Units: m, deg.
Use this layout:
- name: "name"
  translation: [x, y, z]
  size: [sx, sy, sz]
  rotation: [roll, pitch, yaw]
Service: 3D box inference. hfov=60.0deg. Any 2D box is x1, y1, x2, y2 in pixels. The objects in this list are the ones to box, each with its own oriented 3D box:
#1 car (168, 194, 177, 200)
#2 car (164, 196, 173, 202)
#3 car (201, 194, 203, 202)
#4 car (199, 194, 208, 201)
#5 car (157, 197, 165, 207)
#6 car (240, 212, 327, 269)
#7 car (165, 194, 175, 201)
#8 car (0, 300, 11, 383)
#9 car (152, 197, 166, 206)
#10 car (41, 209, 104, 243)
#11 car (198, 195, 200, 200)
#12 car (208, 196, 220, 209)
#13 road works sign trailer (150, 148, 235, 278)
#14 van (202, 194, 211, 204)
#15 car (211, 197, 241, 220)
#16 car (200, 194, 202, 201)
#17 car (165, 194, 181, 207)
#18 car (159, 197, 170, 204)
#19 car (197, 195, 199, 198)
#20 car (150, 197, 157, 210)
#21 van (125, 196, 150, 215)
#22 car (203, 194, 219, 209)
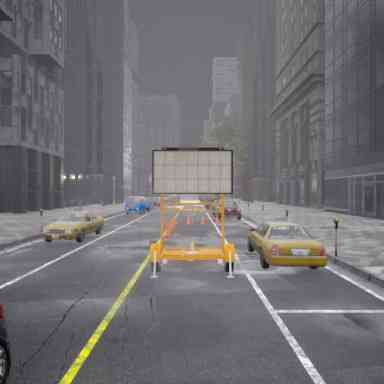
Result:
- name: "car"
  translation: [-5.504, 1.457, 95.407]
  size: [2.192, 1.841, 5.009]
  rotation: [0, 0, 0]
- name: "car"
  translation: [-5.533, 1.602, 78.320]
  size: [1.752, 1.417, 4.829]
  rotation: [0, 0, 0]
- name: "car"
  translation: [2.945, 1.333, 50.267]
  size: [2.192, 1.841, 5.009]
  rotation: [0, 0, 0]
- name: "car"
  translation: [3.012, 1.435, 89.744]
  size: [2.192, 1.841, 5.009]
  rotation: [0, 0, 0]
- name: "car"
  translation: [-5.581, 1.458, 50.296]
  size: [1.967, 1.590, 4.097]
  rotation: [0, 0, 0]
- name: "car"
  translation: [2.884, 1.521, 10.994]
  size: [1.752, 1.417, 4.829]
  rotation: [0, 0, 1]
- name: "car"
  translation: [-5.523, 1.412, 84.128]
  size: [2.192, 1.841, 5.009]
  rotation: [0, 0, 0]
- name: "car"
  translation: [-3.098, 1.352, 1.835]
  size: [2.097, 1.767, 4.553]
  rotation: [0, 0, 0]
- name: "car"
  translation: [-5.571, 1.574, 55.934]
  size: [1.887, 1.381, 4.507]
  rotation: [0, 0, 0]
- name: "car"
  translation: [-5.640, 1.519, 16.254]
  size: [1.752, 1.417, 4.829]
  rotation: [0, 0, 1]
- name: "car"
  translation: [2.993, 1.659, 78.465]
  size: [1.802, 1.307, 4.206]
  rotation: [0, 0, 0]
- name: "car"
  translation: [2.916, 1.434, 33.348]
  size: [1.967, 1.590, 4.097]
  rotation: [0, 0, 0]
- name: "road works sign trailer"
  translation: [0.016, 0.461, 10.109]
  size: [2.380, 3.560, 2.880]
  rotation: [0, 0, 0]
- name: "van"
  translation: [2.974, 1.392, 67.186]
  size: [1.690, 1.788, 3.998]
  rotation: [0, 0, 0]
- name: "car"
  translation: [2.906, 1.431, 27.710]
  size: [1.967, 1.590, 4.097]
  rotation: [0, 0, 0]
- name: "car"
  translation: [2.964, 1.480, 61.546]
  size: [1.967, 1.590, 4.097]
  rotation: [0, 0, 0]
- name: "car"
  translation: [-2.908, 1.528, 53.124]
  size: [1.837, 1.490, 4.892]
  rotation: [0, 0, 0]
- name: "car"
  translation: [-5.551, 1.632, 67.213]
  size: [1.802, 1.307, 4.206]
  rotation: [0, 0, 0]
- name: "car"
  translation: [3.002, 1.663, 84.103]
  size: [1.947, 1.339, 4.313]
  rotation: [0, 0, 0]
- name: "car"
  translation: [-5.600, 1.565, 39.017]
  size: [1.947, 1.339, 4.313]
  rotation: [0, 0, 0]
- name: "van"
  translation: [-5.609, 1.335, 33.379]
  size: [1.690, 1.788, 3.998]
  rotation: [0, 0, 0]
- name: "car"
  translation: [2.935, 1.323, 44.628]
  size: [2.192, 1.841, 5.009]
  rotation: [0, 0, 0]
